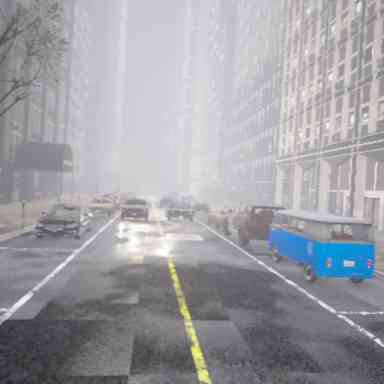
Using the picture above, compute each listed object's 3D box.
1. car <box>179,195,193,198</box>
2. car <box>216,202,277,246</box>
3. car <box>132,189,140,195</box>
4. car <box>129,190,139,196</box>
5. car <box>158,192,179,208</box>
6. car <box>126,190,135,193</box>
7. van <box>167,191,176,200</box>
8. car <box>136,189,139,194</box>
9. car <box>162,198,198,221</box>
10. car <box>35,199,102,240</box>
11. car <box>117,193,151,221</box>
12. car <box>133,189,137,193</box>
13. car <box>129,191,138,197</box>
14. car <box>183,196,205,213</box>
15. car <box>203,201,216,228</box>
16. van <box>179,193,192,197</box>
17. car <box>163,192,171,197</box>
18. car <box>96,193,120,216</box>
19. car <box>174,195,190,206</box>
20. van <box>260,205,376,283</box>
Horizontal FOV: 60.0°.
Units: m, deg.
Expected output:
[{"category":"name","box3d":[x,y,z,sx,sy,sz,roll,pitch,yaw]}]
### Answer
[{"category":"car","box3d":[-0.087,1.387,38.246,1.802,1.307,4.206,3,0,-7]},{"category":"car","box3d":[2.889,1.406,15.644,2.192,1.841,5.009,3,0,-7]},{"category":"car","box3d":[-15.776,0.001,93.649,1.967,1.590,4.097,3,0,-7]},{"category":"car","box3d":[-14.303,0.274,82.350,2.008,1.369,4.403,3,0,-7]},{"category":"car","box3d":[-3.003,1.133,40.343,1.837,1.490,4.892,3,1,-7]},{"category":"car","box3d":[-9.863,0.755,48.453,1.947,1.339,4.313,3,0,-7]},{"category":"van","box3d":[-4.515,0.689,72.142,1.690,1.788,3.998,3,0,-7]},{"category":"car","box3d":[-12.823,0.426,71.051,1.887,1.381,4.507,3,0,-7]},{"category":"car","box3d":[-1.027,1.422,25.325,1.895,1.301,4.718,3,0,-7]},{"category":"car","box3d":[-5.420,1.175,14.555,2.008,1.369,4.403,3,0,-7]},{"category":"car","box3d":[-4.017,1.136,23.908,1.882,1.535,5.008,3,0,-7]},{"category":"car","box3d":[-11.344,0.618,59.752,1.802,1.307,4.206,3,0,-7]},{"category":"car","box3d":[-13.565,0.385,76.701,1.802,1.307,4.206,3,0,-7]},{"category":"car","box3d":[0.655,1.430,32.597,2.008,1.369,4.403,3,0,-7]},{"category":"car","box3d":[2.116,1.545,21.463,1.752,1.417,4.829,3,0,-7]},{"category":"van","box3d":[-0.814,1.072,43.894,1.690,1.788,3.998,3,0,-7]},{"category":"car","box3d":[-6.748,0.674,89.093,1.947,1.339,4.313,3,0,-7]},{"category":"car","box3d":[-6.877,1.012,25.685,1.752,1.417,4.829,3,0,-7]},{"category":"car","box3d":[-1.565,1.200,49.545,1.887,1.381,4.507,3,0,-7]},{"category":"van","box3d":[3.629,1.500,9.994,1.690,1.788,3.998,3,0,-7]}]
